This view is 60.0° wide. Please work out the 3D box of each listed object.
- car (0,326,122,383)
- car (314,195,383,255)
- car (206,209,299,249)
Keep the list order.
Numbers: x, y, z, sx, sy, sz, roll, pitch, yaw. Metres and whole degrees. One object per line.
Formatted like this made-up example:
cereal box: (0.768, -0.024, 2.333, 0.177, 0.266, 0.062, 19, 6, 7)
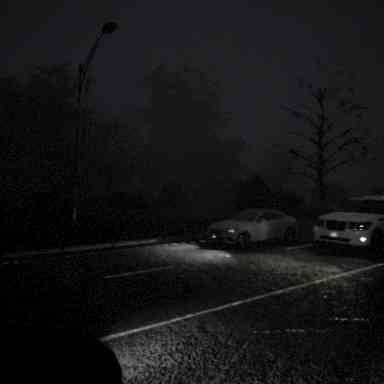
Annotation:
car: (-2.667, 1.531, 1.844, 4.674, 1.442, 1.812, 0, 0, -36)
car: (7.333, 1.166, 13.522, 5.566, 2.045, 2.150, 0, 0, -35)
car: (2.767, 1.482, 14.565, 4.674, 1.442, 1.812, 0, 0, -35)
